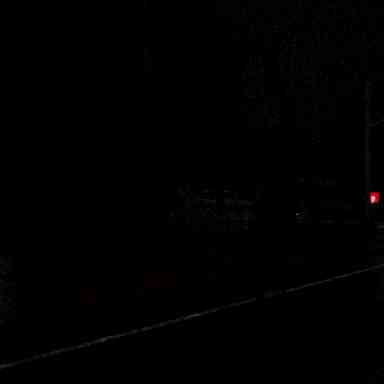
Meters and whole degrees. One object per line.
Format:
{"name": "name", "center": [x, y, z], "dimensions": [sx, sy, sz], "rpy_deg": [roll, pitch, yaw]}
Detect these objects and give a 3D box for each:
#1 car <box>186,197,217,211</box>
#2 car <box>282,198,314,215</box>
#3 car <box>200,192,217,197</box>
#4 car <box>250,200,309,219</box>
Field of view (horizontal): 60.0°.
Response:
{"name": "car", "center": [1.402, 1.579, 37.263], "dimensions": [1.994, 1.385, 4.181], "rpy_deg": [0, 0, -37]}
{"name": "car", "center": [9.532, 1.367, 32.587], "dimensions": [2.097, 1.767, 4.553], "rpy_deg": [0, 0, -37]}
{"name": "car", "center": [5.002, 1.113, 92.341], "dimensions": [1.932, 1.855, 4.605], "rpy_deg": [0, 0, -37]}
{"name": "car", "center": [7.460, 1.616, 29.243], "dimensions": [1.895, 1.301, 4.718], "rpy_deg": [0, 0, -37]}
